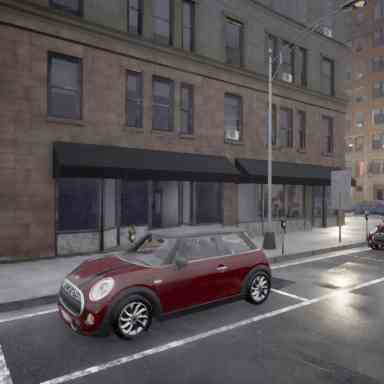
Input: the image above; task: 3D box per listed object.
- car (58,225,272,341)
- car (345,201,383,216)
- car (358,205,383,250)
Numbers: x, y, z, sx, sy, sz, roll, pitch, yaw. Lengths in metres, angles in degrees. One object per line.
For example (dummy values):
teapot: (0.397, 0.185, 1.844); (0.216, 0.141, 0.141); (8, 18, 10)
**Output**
car: (-0.395, 1.441, 6.466); (4.097, 1.590, 1.967); (0, 0, -35)
car: (16.421, 1.485, 29.440); (2.033, 1.411, 5.357); (1, 0, -36)
car: (8.564, 1.445, 12.825); (4.097, 1.590, 1.967); (0, 0, -35)
